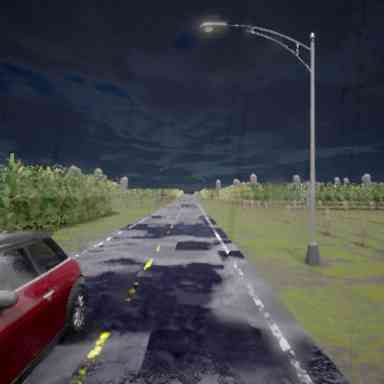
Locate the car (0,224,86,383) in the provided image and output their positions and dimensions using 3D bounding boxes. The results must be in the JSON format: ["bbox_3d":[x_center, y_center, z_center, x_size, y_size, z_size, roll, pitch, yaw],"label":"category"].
[{"bbox_3d":[-2.836,1.373,3.728,2.097,1.767,4.553,0,0,0],"label":"car"}]
